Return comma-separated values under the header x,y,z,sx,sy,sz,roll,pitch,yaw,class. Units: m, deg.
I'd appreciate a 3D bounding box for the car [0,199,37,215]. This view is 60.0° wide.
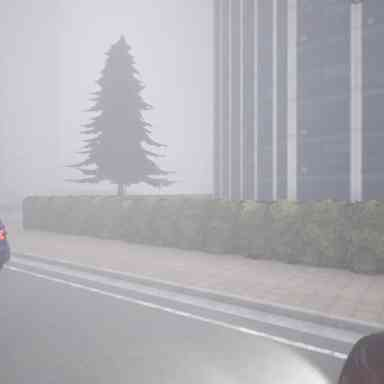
x,y,z,sx,sy,sz,roll,pitch,yaw,class
-19.194,1.544,34.942,2.128,1.511,4.902,0,0,35,car

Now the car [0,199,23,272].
x,y,z,sx,sy,sz,roll,pitch,yaw,class
-7.179,1.221,9.072,5.566,2.045,2.150,0,0,35,car

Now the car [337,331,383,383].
x,y,z,sx,sy,sz,roll,pitch,yaw,class
2.997,1.564,1.856,4.181,1.385,1.994,0,0,35,car
